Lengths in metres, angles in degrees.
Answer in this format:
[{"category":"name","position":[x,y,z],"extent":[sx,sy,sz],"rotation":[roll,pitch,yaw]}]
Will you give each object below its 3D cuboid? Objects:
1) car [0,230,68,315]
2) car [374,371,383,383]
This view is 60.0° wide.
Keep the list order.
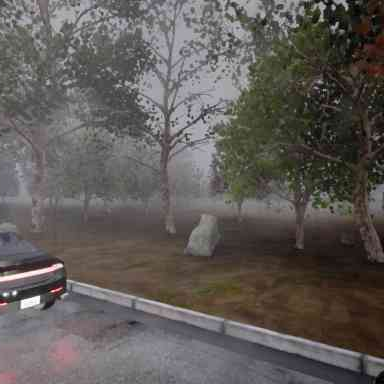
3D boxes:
[{"category":"car","position":[-4.481,1.501,6.576],"extent":[4.902,1.511,2.128],"rotation":[0,0,36]},{"category":"car","position":[3.250,1.490,1.059],"extent":[4.902,1.511,2.128],"rotation":[0,0,36]}]
